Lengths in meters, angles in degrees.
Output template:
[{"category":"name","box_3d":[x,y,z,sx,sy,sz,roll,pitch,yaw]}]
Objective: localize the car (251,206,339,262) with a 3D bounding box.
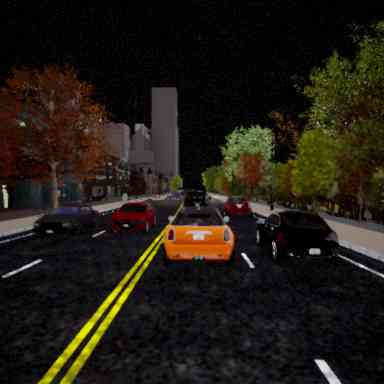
[{"category":"car","box_3d":[3.492,1.416,11.759,1.837,1.490,4.892,0,0,1]}]

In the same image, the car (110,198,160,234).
[{"category":"car","box_3d":[-3.103,1.307,18.277,1.882,1.535,5.008,0,0,1]}]

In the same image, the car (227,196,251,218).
[{"category":"car","box_3d":[3.651,1.129,27.643,2.097,1.767,4.553,0,1,0]}]

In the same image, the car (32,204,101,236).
[{"category":"car","box_3d":[-6.345,1.370,17.587,2.033,1.411,5.357,0,0,1]}]

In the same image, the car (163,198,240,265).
[{"category":"car","box_3d":[0.235,1.255,11.425,2.097,1.767,4.553,0,1,1]}]

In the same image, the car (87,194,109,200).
[{"category":"car","box_3d":[-19.697,1.145,69.586,4.313,1.339,1.947,0,2,0]}]

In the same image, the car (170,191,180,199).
[{"category":"car","box_3d":[-2.974,0.623,61.575,2.097,1.767,4.553,0,0,0]}]

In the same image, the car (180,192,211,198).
[{"category":"car","box_3d":[0.404,0.990,27.004,2.150,2.045,5.566,0,0,0]}]

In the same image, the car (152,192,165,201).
[{"category":"car","box_3d":[-6.224,0.723,61.571,2.097,1.767,4.553,0,0,0]}]
